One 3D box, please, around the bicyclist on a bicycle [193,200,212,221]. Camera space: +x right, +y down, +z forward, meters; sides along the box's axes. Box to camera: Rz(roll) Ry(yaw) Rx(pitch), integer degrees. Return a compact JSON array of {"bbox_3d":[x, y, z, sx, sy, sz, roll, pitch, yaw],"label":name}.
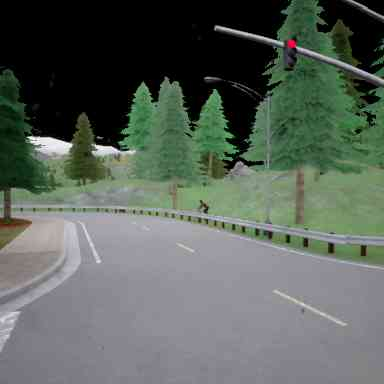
[{"bbox_3d":[0.840,1.432,25.529,1.656,1.620,0.582,-1,2,-20],"label":"bicyclist on a bicycle"}]
